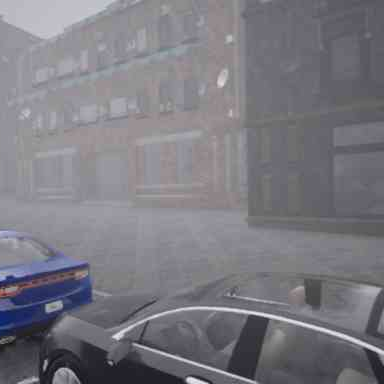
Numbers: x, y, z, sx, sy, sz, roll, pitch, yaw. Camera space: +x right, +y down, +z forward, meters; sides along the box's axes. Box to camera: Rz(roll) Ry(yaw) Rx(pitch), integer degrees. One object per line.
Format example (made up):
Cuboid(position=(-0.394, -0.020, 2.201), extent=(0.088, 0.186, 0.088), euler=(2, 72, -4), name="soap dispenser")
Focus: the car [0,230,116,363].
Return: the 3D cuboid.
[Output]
Cuboid(position=(-3.965, 1.441, 6.071), extent=(5.008, 1.535, 2.097), euler=(0, 0, 35), name="car")
